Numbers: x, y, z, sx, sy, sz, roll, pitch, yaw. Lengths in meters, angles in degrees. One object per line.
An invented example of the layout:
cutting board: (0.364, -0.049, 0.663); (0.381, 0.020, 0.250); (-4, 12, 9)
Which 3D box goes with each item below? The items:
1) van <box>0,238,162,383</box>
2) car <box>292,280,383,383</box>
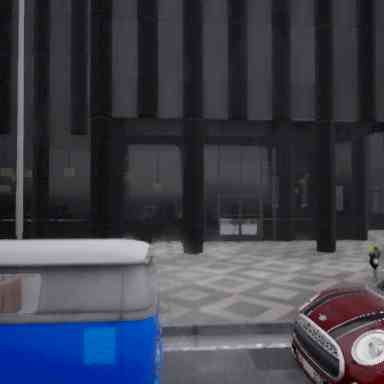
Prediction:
van: (-2.238, 1.437, 3.663); (3.998, 1.788, 1.690); (0, -1, -4)
car: (3.357, 1.534, 4.064); (4.097, 1.590, 1.967); (0, -1, -4)
